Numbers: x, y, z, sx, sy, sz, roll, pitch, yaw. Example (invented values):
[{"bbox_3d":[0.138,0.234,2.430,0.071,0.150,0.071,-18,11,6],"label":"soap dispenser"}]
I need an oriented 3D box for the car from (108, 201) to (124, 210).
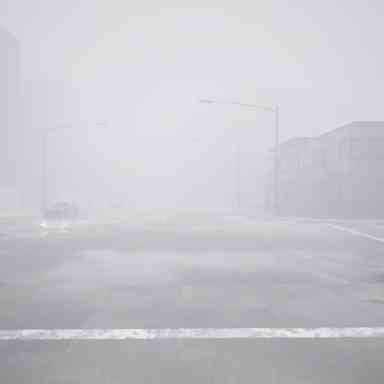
[{"bbox_3d":[-12.312,2.138,54.172,1.994,1.385,4.181,0,-1,-2],"label":"car"}]

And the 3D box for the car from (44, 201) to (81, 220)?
[{"bbox_3d":[-11.336,1.591,29.338,1.882,1.535,5.008,0,-1,-2],"label":"car"}]
